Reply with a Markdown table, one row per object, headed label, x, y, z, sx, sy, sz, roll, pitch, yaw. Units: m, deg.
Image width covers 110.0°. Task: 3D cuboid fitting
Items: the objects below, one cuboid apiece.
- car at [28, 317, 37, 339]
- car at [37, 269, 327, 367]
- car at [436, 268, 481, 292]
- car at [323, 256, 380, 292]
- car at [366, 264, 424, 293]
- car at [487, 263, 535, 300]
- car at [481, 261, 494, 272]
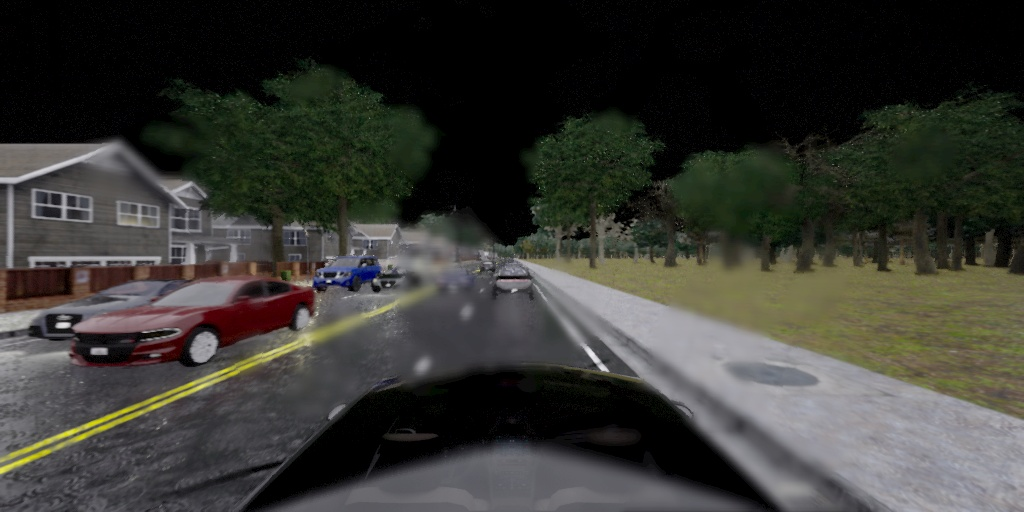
| label | x | y | z | sx | sy | sz | roll | pitch | yaw |
| --- | --- | --- | --- | --- | --- | --- | --- | --- | --- |
| car | -9.811 | 1.329 | 9.815 | 1.994 | 1.385 | 4.181 | 0 | 0 | -1 |
| car | -6.567 | 1.240 | 8.213 | 1.882 | 1.535 | 5.008 | 0 | 0 | 0 |
| car | -3.149 | 1.389 | 21.437 | 1.895 | 1.301 | 4.718 | 0 | 0 | 0 |
| car | -9.789 | 1.011 | 21.937 | 2.150 | 2.045 | 5.566 | 0 | 0 | 0 |
| car | -6.548 | 1.351 | 20.938 | 1.994 | 1.385 | 4.181 | 0 | 0 | 0 |
| car | 0.102 | 1.273 | 17.754 | 2.128 | 1.511 | 4.902 | 0 | 0 | 0 |
| car | -3.144 | 1.364 | 47.625 | 1.812 | 1.442 | 4.674 | 0 | 0 | 0 |
